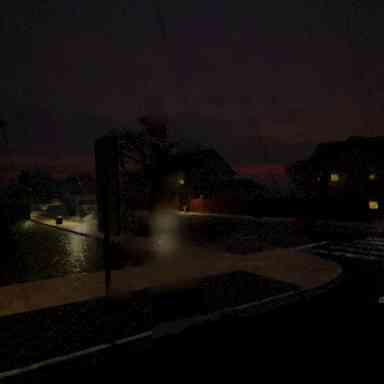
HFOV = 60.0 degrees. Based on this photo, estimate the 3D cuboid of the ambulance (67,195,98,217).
[{"bbox_3d":[-12.756,1.579,39.192,2.351,2.431,6.366,-2,1,-36],"label":"ambulance"}]
